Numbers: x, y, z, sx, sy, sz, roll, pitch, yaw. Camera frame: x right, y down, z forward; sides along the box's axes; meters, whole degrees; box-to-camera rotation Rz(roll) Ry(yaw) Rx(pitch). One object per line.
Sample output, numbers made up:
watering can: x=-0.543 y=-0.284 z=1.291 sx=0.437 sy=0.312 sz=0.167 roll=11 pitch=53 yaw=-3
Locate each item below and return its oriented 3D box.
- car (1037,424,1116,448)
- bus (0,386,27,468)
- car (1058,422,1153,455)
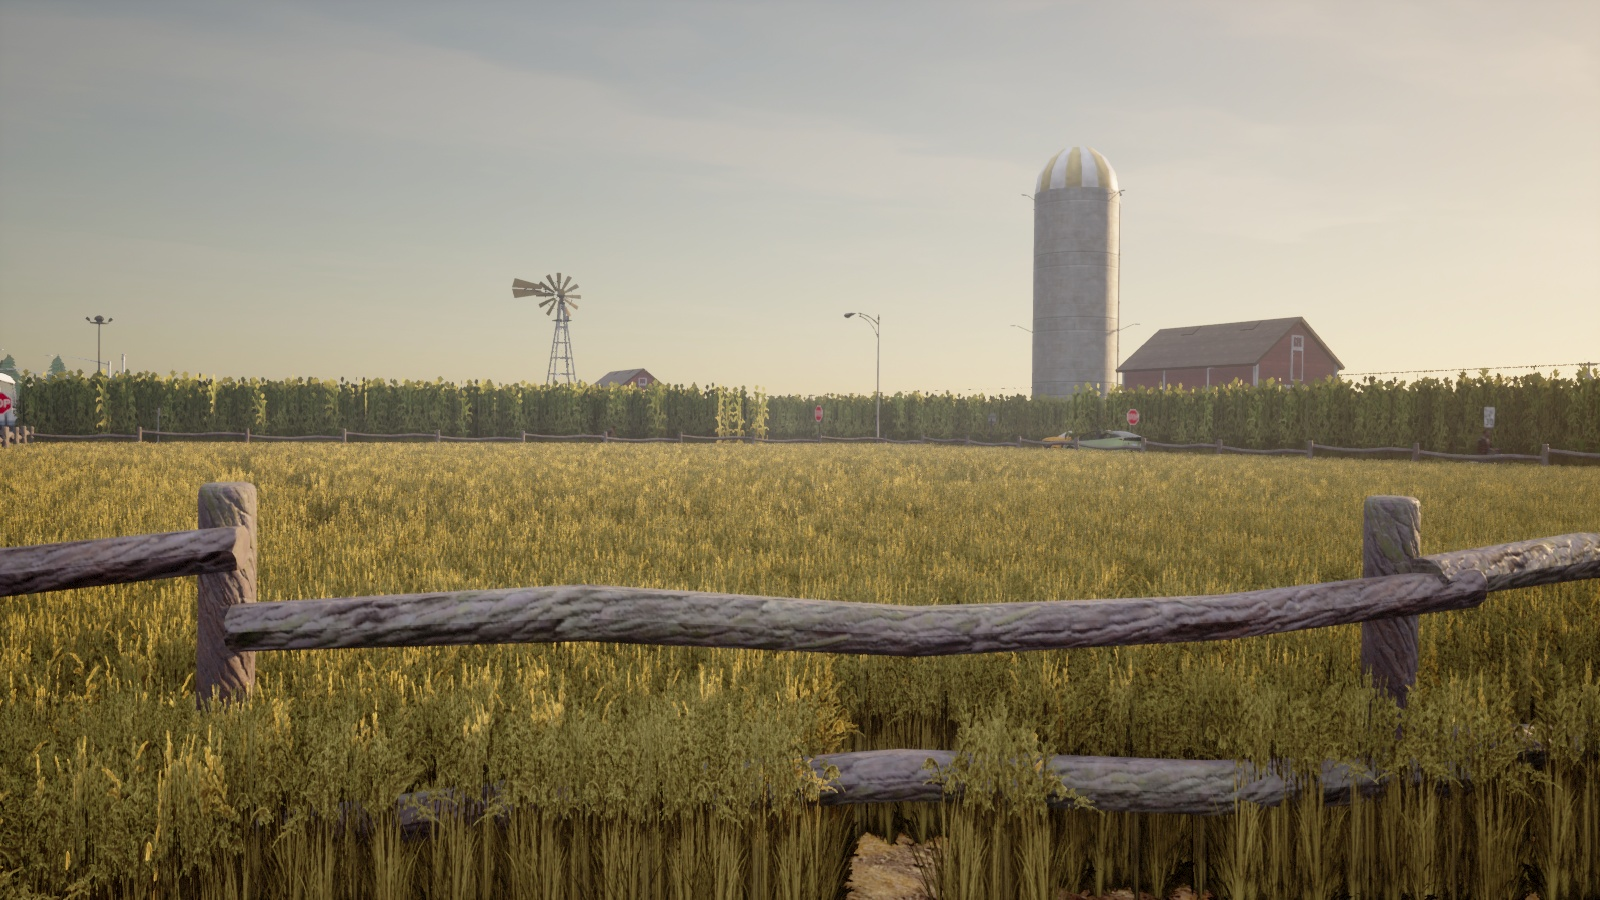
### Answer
car: x=18.039 y=-0.949 z=81.963 sx=5.008 sy=1.535 sz=1.882 roll=-1 pitch=1 yaw=-28
bus: x=-44.842 y=-1.207 z=68.412 sx=3.944 sy=4.253 sz=10.273 roll=-1 pitch=1 yaw=-28
car: x=14.731 y=-0.567 z=60.857 sx=2.007 sy=1.525 sz=4.514 roll=-1 pitch=2 yaw=-27
